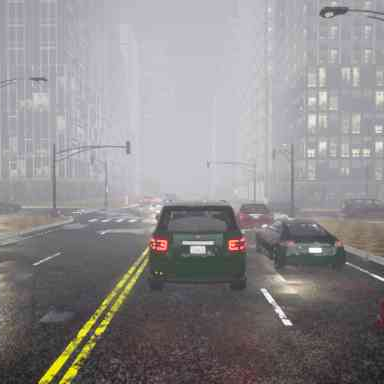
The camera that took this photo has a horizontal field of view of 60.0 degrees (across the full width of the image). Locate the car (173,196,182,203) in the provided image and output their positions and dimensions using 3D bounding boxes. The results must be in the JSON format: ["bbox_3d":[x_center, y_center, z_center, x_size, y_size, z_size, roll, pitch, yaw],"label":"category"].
[{"bbox_3d":[-3.105,1.535,71.590,1.895,1.301,4.718,0,0,0],"label":"car"}]

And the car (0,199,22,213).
[{"bbox_3d":[-19.572,1.405,33.638,4.181,1.385,1.994,1,1,1],"label":"car"}]

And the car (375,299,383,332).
[{"bbox_3d":[3.355,1.600,2.272,1.895,1.301,4.718,0,0,0],"label":"car"}]

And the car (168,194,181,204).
[{"bbox_3d":[-3.188,1.304,61.537,2.097,1.767,4.553,0,0,0],"label":"car"}]

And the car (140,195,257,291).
[{"bbox_3d":[0.120,1.218,9.170,2.150,2.045,5.566,0,0,0],"label":"car"}]

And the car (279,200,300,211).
[{"bbox_3d":[8.854,1.596,36.042,5.357,1.411,2.033,0,1,-4],"label":"car"}]

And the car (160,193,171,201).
[{"bbox_3d":[-6.337,1.153,79.757,2.150,2.045,5.566,0,0,0],"label":"car"}]

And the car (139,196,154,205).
[{"bbox_3d":[-6.521,1.318,49.943,2.097,1.767,4.553,0,0,1],"label":"car"}]

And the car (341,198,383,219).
[{"bbox_3d":[16.263,1.519,30.386,5.009,1.841,2.192,1,0,1],"label":"car"}]

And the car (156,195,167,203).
[{"bbox_3d":[-6.359,1.420,69.187,1.882,1.535,5.008,0,0,0],"label":"car"}]

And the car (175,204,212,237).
[{"bbox_3d":[0.135,1.516,18.852,1.812,1.442,4.674,0,0,2],"label":"car"}]

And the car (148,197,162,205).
[{"bbox_3d":[-6.452,1.556,58.933,1.895,1.301,4.718,0,0,0],"label":"car"}]

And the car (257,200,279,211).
[{"bbox_3d":[3.390,1.342,19.711,2.097,1.767,4.553,0,0,0],"label":"car"}]

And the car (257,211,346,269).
[{"bbox_3d":[3.373,1.559,11.097,1.994,1.385,4.181,0,0,0],"label":"car"}]

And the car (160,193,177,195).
[{"bbox_3d":[-3.257,1.185,51.726,2.150,2.045,5.566,0,0,-1],"label":"car"}]

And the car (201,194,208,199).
[{"bbox_3d":[3.438,1.219,91.619,1.882,1.535,5.008,0,0,0],"label":"car"}]
